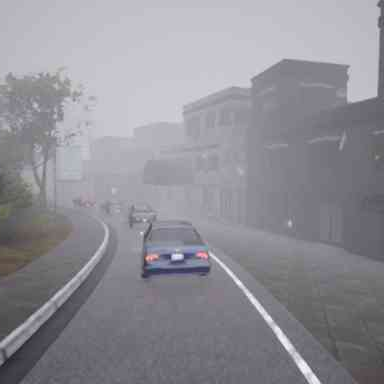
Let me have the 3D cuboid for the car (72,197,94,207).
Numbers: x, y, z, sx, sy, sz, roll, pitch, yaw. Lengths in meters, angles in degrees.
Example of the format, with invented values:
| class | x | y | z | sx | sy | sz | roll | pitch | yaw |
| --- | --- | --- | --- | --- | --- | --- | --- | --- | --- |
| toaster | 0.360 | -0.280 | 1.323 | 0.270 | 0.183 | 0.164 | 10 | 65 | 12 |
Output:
| class | x | y | z | sx | sy | sz | roll | pitch | yaw |
| --- | --- | --- | --- | --- | --- | --- | --- | --- | --- |
| car | -14.801 | 1.278 | 45.133 | 1.895 | 1.301 | 4.718 | -3 | 4 | -33 |

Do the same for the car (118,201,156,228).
| class | x | y | z | sx | sy | sz | roll | pitch | yaw |
| --- | --- | --- | --- | --- | --- | --- | --- | --- | --- |
| car | -3.780 | 1.612 | 23.699 | 2.128 | 1.511 | 4.902 | -1 | 0 | -18 |

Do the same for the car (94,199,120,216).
| class | x | y | z | sx | sy | sz | roll | pitch | yaw |
| --- | --- | --- | --- | --- | --- | --- | --- | --- | --- |
| car | -8.236 | 1.518 | 34.212 | 2.128 | 1.511 | 4.902 | -2 | 2 | -27 |

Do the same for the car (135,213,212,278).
| class | x | y | z | sx | sy | sz | roll | pitch | yaw |
| --- | --- | --- | --- | --- | --- | --- | --- | --- | --- |
| car | -0.653 | 1.598 | 10.414 | 2.033 | 1.411 | 5.357 | -1 | 0 | -7 |
